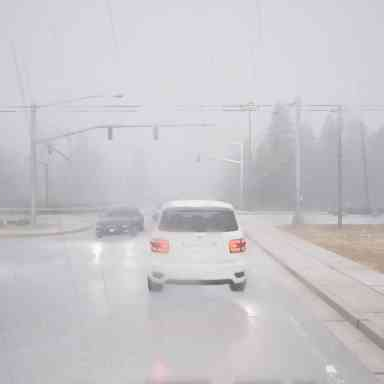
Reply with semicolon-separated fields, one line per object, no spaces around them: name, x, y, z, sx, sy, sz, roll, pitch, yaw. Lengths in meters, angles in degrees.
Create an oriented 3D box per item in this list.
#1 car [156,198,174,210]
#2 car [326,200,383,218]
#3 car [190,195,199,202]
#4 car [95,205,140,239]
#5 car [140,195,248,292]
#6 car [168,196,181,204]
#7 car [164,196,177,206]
car;-3.584;1.547;44.939;2.033;1.411;5.357;0;0;0
car;14.941;1.518;30.488;4.902;1.511;2.128;0;0;1
car;0.593;1.525;81.687;2.128;1.511;4.902;0;0;2
car;-3.676;1.504;17.546;1.837;1.490;4.892;0;0;0
car;0.068;1.218;9.086;2.150;2.045;5.566;0;0;-2
car;-3.422;1.491;65.392;2.128;1.511;4.902;0;0;1
car;-3.556;1.505;55.126;1.837;1.490;4.892;0;0;0
